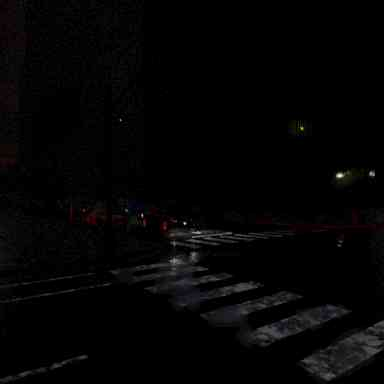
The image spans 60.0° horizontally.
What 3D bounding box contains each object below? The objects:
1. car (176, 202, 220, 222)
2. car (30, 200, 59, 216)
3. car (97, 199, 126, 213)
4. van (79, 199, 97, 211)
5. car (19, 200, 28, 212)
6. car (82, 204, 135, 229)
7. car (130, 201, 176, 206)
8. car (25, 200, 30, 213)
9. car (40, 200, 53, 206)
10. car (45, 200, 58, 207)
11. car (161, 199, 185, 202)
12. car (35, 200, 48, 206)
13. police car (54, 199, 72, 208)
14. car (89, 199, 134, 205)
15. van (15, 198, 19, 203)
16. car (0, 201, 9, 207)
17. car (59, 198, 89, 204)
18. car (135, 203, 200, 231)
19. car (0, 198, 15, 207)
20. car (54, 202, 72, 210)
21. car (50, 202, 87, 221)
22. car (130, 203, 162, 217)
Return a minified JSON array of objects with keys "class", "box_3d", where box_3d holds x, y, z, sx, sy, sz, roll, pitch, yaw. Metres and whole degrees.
[{"class":"car","box_3d":[0.611,1.827,29.474,1.887,1.381,4.507,-1,0,-35]},{"class":"car","box_3d":[-17.673,1.899,40.473,2.192,1.841,5.009,-1,0,-35]},{"class":"car","box_3d":[-11.163,1.873,46.074,2.192,1.841,5.009,-1,0,-35]},{"class":"van","box_3d":[-17.047,2.035,54.374,1.690,1.788,3.998,-1,0,-35]},{"class":"car","box_3d":[-23.330,2.155,48.437,1.967,1.590,4.097,-1,0,-35]},{"class":"car","box_3d":[-6.248,1.842,24.404,1.752,1.417,4.829,-1,0,-35]},{"class":"car","box_3d":[-3.625,1.847,30.851,1.837,1.490,4.892,0,-1,-35]},{"class":"car","box_3d":[-20.498,2.195,44.455,1.887,1.381,4.507,-1,0,-35]},{"class":"car","box_3d":[-34.724,2.658,79.190,1.947,1.339,4.313,-1,0,-35]},{"class":"car","box_3d":[-31.710,2.593,74.949,1.947,1.339,4.313,-1,0,-35]},{"class":"car","box_3d":[-2.337,1.667,33.624,2.192,1.841,5.009,-1,0,-35]},{"class":"car","box_3d":[-37.738,2.708,83.430,2.008,1.369,4.403,-1,0,-35]},{"class":"police car","box_3d":[-25.434,2.305,65.449,1.930,1.638,5.238,0,-1,-35]},{"class":"car","box_3d":[-7.575,1.740,30.889,2.097,1.767,4.553,0,-1,-35]},{"class":"van","box_3d":[-26.163,2.121,52.420,1.690,1.788,3.998,-1,0,-35]},{"class":"car","box_3d":[-44.382,2.769,78.064,1.802,1.307,4.206,-1,0,-35]},{"class":"car","box_3d":[-13.731,1.754,39.566,2.150,2.045,5.566,0,-1,-35]},{"class":"car","box_3d":[-1.820,1.758,22.826,1.837,1.490,4.892,0,-1,-35]},{"class":"car","box_3d":[-41.269,2.665,73.681,1.887,1.381,4.507,-1,0,-35]},{"class":"car","box_3d":[-22.109,2.373,56.866,1.895,1.301,4.718,0,-1,-35]},{"class":"car","box_3d":[-12.007,2.003,32.507,2.008,1.369,4.403,-1,0,-35]},{"class":"car","box_3d":[-5.273,2.003,37.774,1.802,1.307,4.206,-1,0,-35]}]
